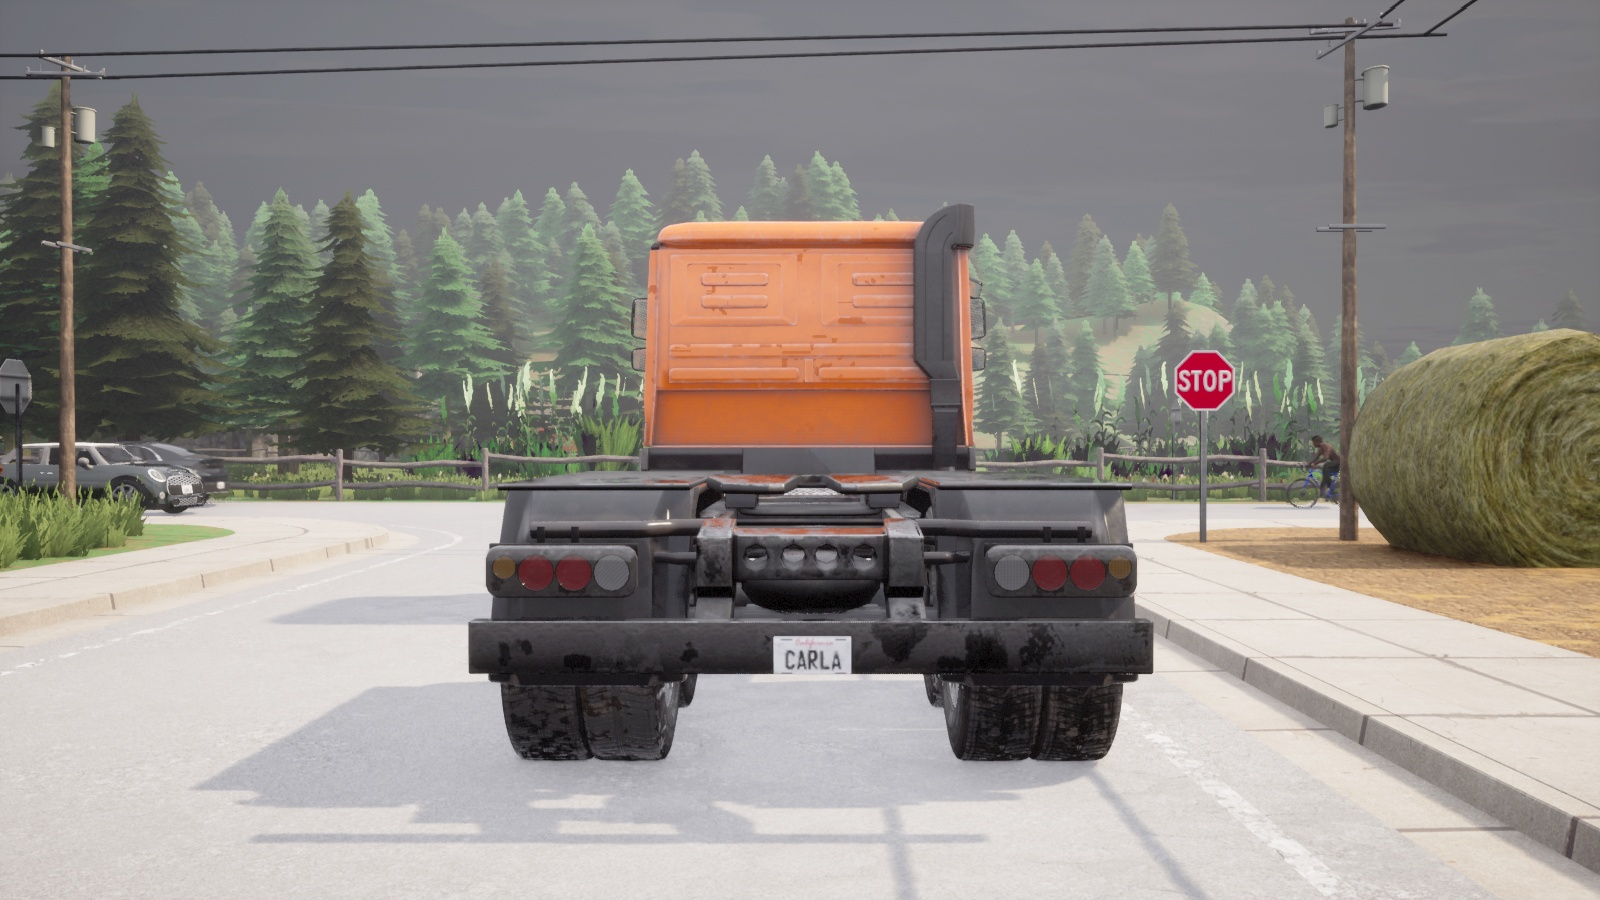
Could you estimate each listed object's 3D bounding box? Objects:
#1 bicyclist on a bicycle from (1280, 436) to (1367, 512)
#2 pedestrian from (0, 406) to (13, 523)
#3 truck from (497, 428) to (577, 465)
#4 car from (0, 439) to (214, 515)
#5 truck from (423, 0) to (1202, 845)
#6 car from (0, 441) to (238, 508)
[{"bbox_3d":[11.463,0.519,27.506,1.656,1.620,0.582,0,0,3],"label":"bicyclist on a bicycle"},{"bbox_3d":[-13.683,0.242,21.094,0.788,1.949,0.423,0,0,25],"label":"pedestrian"},{"bbox_3d":[-18.022,-0.242,86.245,5.204,2.467,2.627,0,0,-8],"label":"truck"},{"bbox_3d":[-14.211,0.522,25.390,3.806,1.475,1.970,0,0,3],"label":"car"},{"bbox_3d":[0.064,-0.284,8.639,2.891,3.462,7.936,0,0,0],"label":"truck"},{"bbox_3d":[-15.817,0.540,28.999,4.892,1.490,1.837,0,0,3],"label":"car"}]
